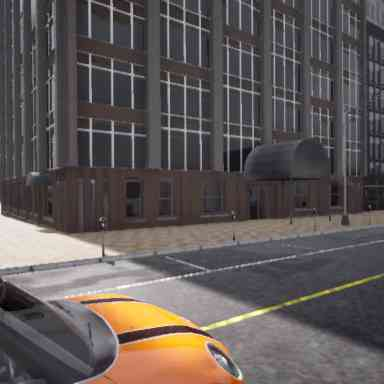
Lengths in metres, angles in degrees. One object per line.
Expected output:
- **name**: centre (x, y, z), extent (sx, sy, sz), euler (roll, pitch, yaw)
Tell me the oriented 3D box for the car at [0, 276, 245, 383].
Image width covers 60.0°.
- **car**: centre (-1.729, 1.347, 2.201), extent (4.553, 1.767, 2.097), euler (0, 0, -35)
